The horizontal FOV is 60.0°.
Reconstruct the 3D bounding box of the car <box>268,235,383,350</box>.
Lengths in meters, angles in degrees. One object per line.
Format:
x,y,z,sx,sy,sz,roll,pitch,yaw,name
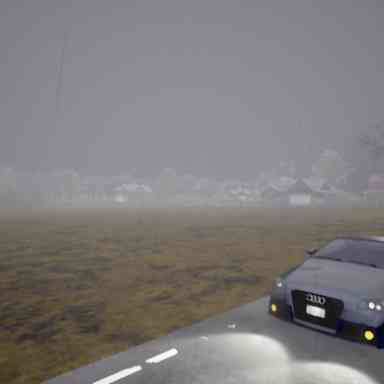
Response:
3.240,1.541,6.203,4.181,1.385,1.994,0,0,-43,car
